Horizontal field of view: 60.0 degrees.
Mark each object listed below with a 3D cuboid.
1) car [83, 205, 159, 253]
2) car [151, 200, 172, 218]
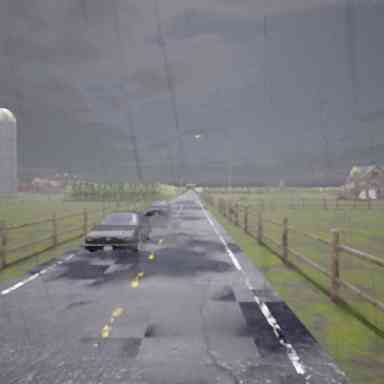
[{"bbox_3d":[-2.790,1.492,13.772,2.033,1.411,5.357,0,0,1],"label":"car"},{"bbox_3d":[-2.757,1.425,29.207,2.033,1.411,5.357,0,0,0],"label":"car"}]
